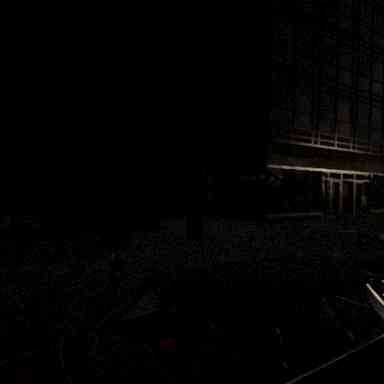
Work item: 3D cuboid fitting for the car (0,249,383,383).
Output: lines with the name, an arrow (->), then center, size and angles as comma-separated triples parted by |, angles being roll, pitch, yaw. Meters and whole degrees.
car -> 0.078, 1.402, 2.621 | 4.097, 1.590, 1.967 | 0, 1, -34

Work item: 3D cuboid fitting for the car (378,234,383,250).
car -> 4.723, 1.317, 5.768 | 5.009, 1.841, 2.192 | 0, 1, -34
